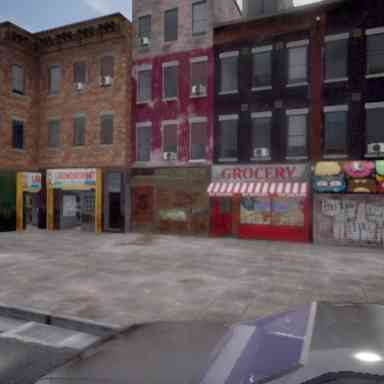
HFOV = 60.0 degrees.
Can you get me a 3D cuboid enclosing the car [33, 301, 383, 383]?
[{"bbox_3d":[1.289,1.546,2.097,5.357,1.411,2.033,0,0,23],"label":"car"}]
